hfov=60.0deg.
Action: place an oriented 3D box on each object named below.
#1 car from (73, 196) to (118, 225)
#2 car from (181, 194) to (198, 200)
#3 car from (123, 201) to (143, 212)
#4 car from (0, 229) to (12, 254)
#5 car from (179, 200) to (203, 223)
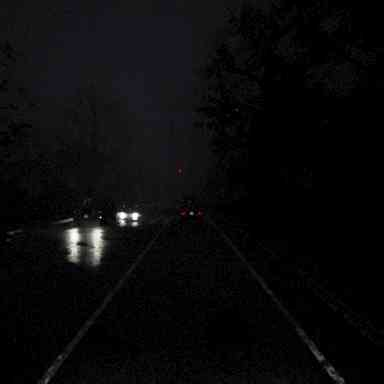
[{"bbox_3d":[-7.214,1.308,25.376,2.150,2.045,5.566,0,0,0],"label":"car"},{"bbox_3d":[-0.379,1.348,46.059,2.150,2.045,5.566,0,0,-1],"label":"car"},{"bbox_3d":[-7.371,1.749,41.541,1.895,1.301,4.718,0,0,-1],"label":"car"},{"bbox_3d":[-7.119,1.556,9.121,2.033,1.411,5.357,0,0,0],"label":"car"},{"bbox_3d":[-0.061,1.639,26.709,2.033,1.411,5.357,0,0,-1],"label":"car"}]
